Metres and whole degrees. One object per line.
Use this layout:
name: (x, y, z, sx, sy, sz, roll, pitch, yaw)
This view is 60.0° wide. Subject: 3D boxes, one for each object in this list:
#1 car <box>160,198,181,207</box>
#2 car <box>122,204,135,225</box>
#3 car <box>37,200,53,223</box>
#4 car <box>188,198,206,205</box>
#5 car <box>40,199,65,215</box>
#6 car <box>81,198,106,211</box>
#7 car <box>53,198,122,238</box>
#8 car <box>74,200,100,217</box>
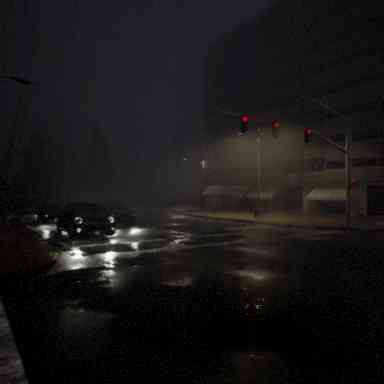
car: (-3.746, 1.826, 58.620, 2.033, 1.411, 5.357, 0, 0, 20)
car: (-5.722, 1.518, 24.095, 1.882, 1.535, 5.008, 1, 0, -31)
car: (-10.780, 1.543, 25.624, 2.033, 1.411, 5.357, 1, 0, -30)
car: (1.049, 1.913, 67.731, 1.812, 1.442, 4.674, 0, 0, 40)
car: (-14.677, 1.539, 35.162, 1.812, 1.442, 4.674, 1, 0, -15)
car: (-12.660, 1.576, 43.057, 2.128, 1.511, 4.902, 1, 0, -5)
car: (-5.687, 1.353, 17.640, 2.097, 1.767, 4.553, 1, 0, -33)
car: (-10.459, 1.592, 32.842, 2.033, 1.411, 5.357, 1, 0, -21)
